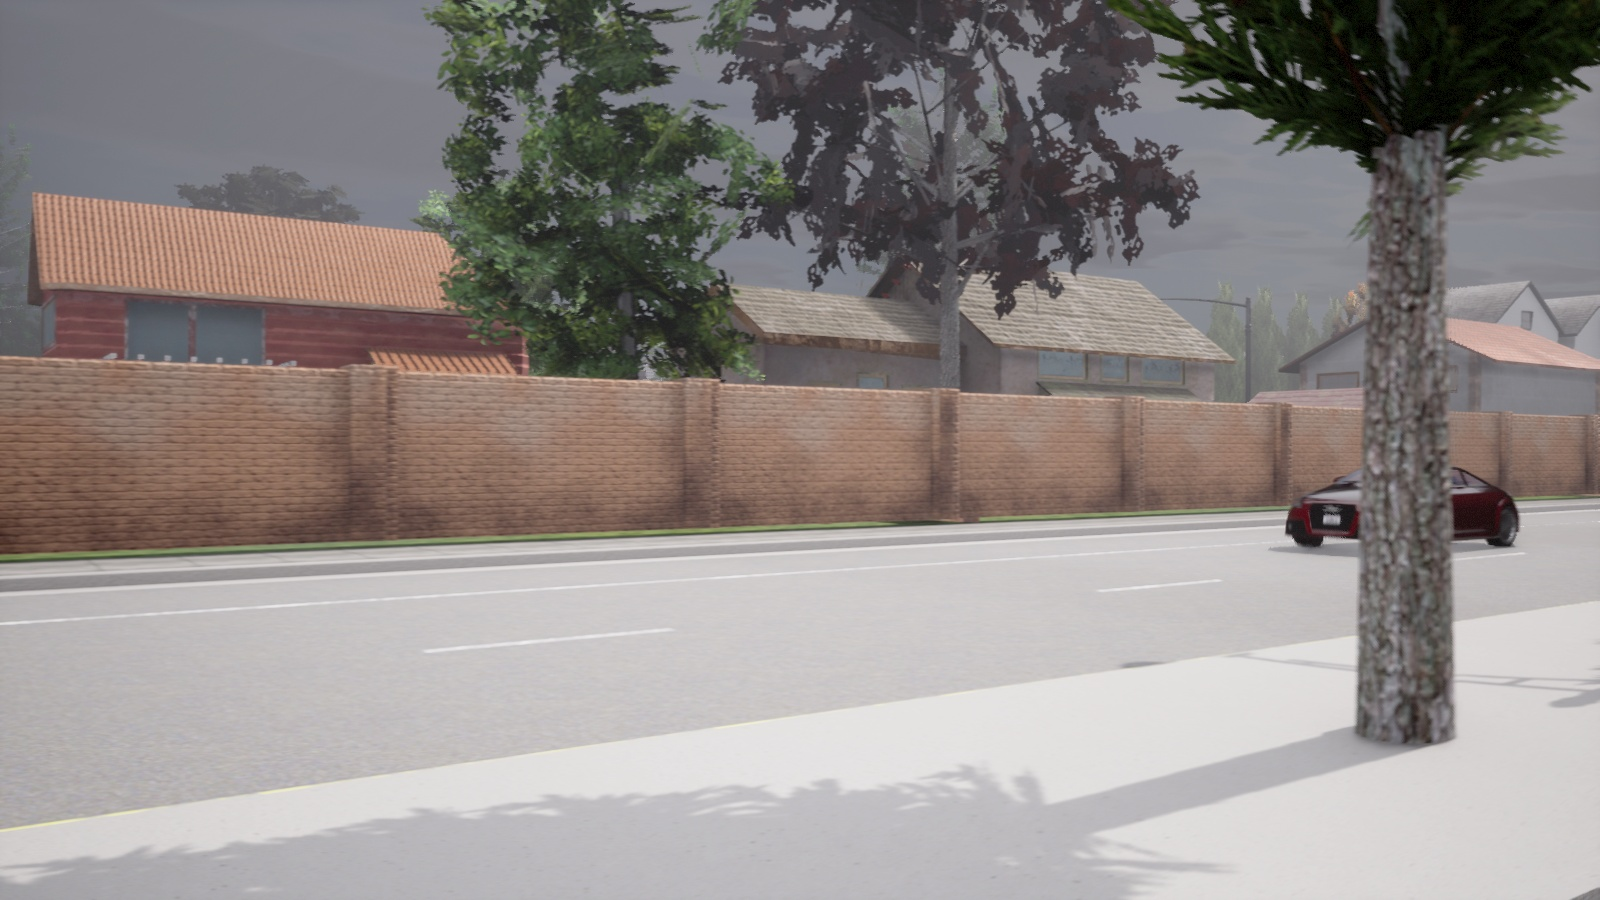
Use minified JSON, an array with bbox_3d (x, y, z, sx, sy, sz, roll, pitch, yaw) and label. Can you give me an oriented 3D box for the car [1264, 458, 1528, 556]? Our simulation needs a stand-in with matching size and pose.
[{"bbox_3d":[9.552,0.838,20.043,4.181,1.385,1.994,0,0,-35],"label":"car"}]
